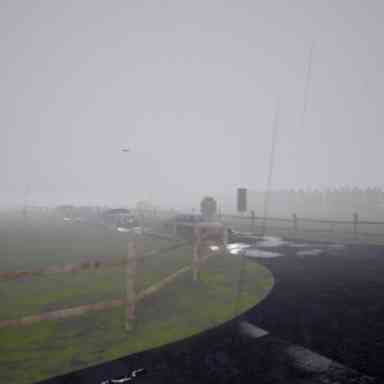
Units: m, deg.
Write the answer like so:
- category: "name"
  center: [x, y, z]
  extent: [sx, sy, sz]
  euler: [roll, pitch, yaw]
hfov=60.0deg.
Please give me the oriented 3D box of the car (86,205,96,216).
- category: "car"
  center: [-15.138, 2.592, 46.649]
  extent: [2.033, 1.411, 5.357]
  euler: [1, -2, -34]

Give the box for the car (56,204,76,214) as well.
- category: "car"
  center: [-20.764, 2.719, 54.777]
  extent: [1.882, 1.535, 5.008]
  euler: [1, -2, -34]

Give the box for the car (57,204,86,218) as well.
- category: "car"
  center: [-15.369, 2.447, 41.908]
  extent: [1.837, 1.490, 4.892]
  euler: [1, -2, -34]

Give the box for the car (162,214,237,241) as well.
- category: "car"
  center: [0.209, 1.957, 19.065]
  extent: [2.033, 1.411, 5.357]
  euler: [1, -1, -33]

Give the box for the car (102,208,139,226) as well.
- category: "car"
  center: [-6.237, 2.131, 28.533]
  extent: [1.837, 1.490, 4.892]
  euler: [1, -1, -35]
